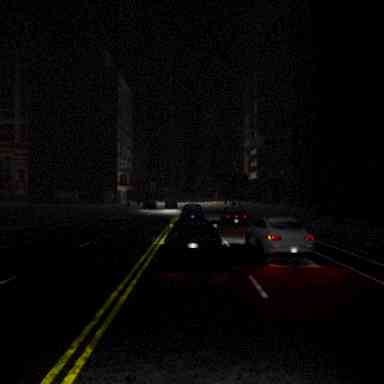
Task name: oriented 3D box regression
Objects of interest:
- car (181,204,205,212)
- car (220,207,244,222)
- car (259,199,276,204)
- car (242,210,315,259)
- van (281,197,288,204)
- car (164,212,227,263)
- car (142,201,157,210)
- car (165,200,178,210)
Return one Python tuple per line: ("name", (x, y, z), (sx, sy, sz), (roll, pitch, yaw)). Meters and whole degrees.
("car", (0.057, 1.758, 28.516), (1.882, 1.535, 5.008), (0, 0, 0))
("car", (3.294, 1.864, 26.726), (1.895, 1.301, 4.718), (0, -1, 1))
("car", (19.134, 2.335, 84.231), (4.403, 1.369, 2.008), (0, -1, 0))
("car", (3.305, 1.654, 13.023), (1.812, 1.442, 4.674), (0, 0, 0))
("van", (24.753, 2.114, 84.209), (3.998, 1.788, 1.690), (0, -1, 0))
("car", (0.050, 1.689, 12.556), (1.994, 1.385, 4.181), (0, 0, 0))
("car", (-6.572, 2.062, 52.613), (2.033, 1.411, 5.357), (0, -1, 0))
("car", (-3.318, 2.014, 53.391), (2.128, 1.511, 4.902), (0, -1, 0))
